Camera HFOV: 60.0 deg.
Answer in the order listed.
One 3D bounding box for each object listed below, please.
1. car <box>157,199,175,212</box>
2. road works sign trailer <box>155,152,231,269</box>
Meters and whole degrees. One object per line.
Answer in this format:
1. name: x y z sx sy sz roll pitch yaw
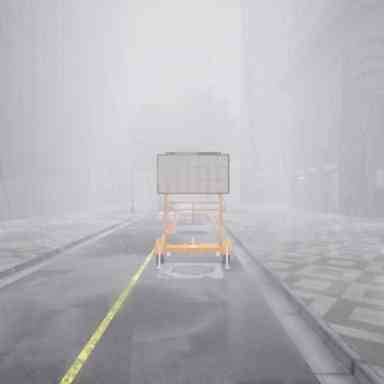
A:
1. car: -2.962 1.574 39.726 2.033 1.411 5.357 0 0 0
2. road works sign trailer: 0.041 0.466 11.182 2.380 3.560 2.880 0 0 0
